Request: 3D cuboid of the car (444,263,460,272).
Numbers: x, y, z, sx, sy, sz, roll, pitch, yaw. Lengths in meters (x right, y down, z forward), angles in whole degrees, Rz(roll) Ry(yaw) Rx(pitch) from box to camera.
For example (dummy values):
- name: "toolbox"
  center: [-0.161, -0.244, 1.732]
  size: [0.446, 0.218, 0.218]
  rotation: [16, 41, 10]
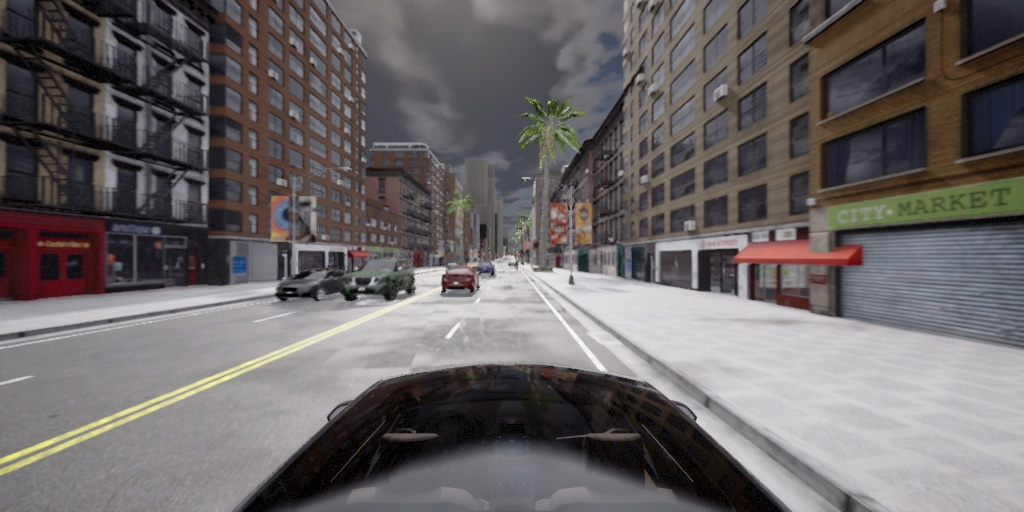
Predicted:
- name: "car"
  center: [-9.792, 1.812, 59.134]
  size: [1.812, 1.442, 4.674]
  rotation: [0, -1, 1]

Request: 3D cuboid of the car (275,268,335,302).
- name: "car"
  center: [-9.848, 1.395, 18.279]
  size: [1.837, 1.490, 4.892]
  rotation: [0, 0, 0]

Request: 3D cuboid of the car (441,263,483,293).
- name: "car"
  center: [-3.149, 1.404, 22.611]
  size: [1.882, 1.535, 5.008]
  rotation: [0, 0, 0]

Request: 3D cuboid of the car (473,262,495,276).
- name: "car"
  center: [-3.148, 1.468, 43.856]
  size: [2.097, 1.767, 4.553]
  rotation: [0, -1, 0]

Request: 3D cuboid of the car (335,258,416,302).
- name: "car"
  center: [-6.600, 1.114, 18.518]
  size: [2.150, 2.045, 5.566]
  rotation: [0, 0, 0]
